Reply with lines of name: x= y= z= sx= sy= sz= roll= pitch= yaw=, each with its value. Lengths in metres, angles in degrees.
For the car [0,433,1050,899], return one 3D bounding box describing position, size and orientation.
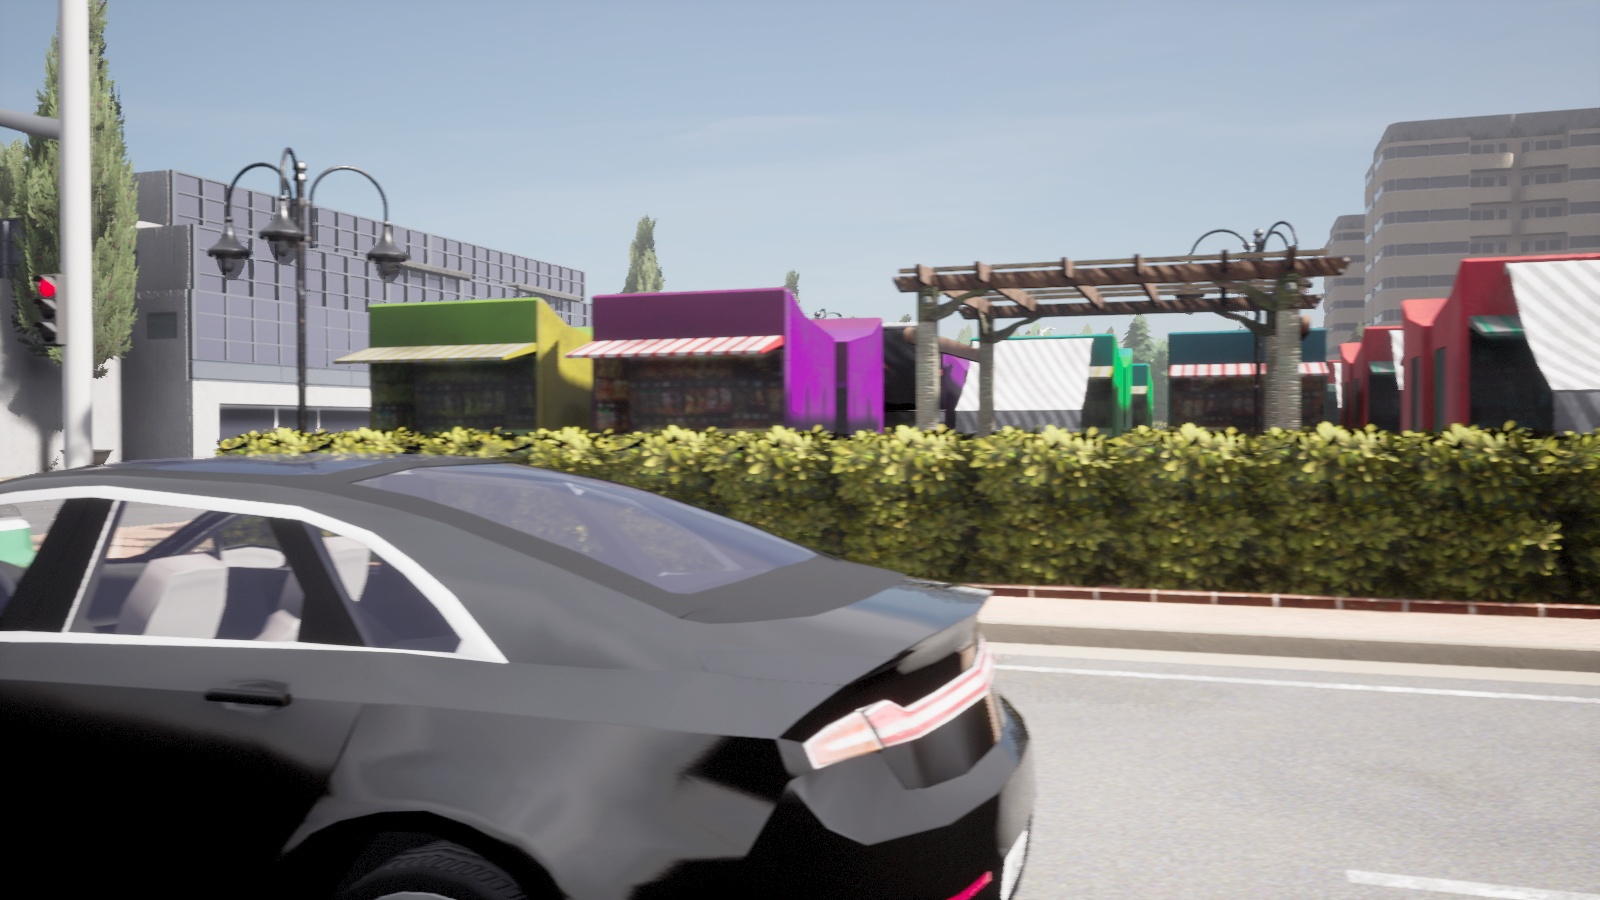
car: x=-1.860 y=0.715 z=3.819 sx=4.902 sy=1.511 sz=2.128 roll=1 pitch=1 yaw=19
